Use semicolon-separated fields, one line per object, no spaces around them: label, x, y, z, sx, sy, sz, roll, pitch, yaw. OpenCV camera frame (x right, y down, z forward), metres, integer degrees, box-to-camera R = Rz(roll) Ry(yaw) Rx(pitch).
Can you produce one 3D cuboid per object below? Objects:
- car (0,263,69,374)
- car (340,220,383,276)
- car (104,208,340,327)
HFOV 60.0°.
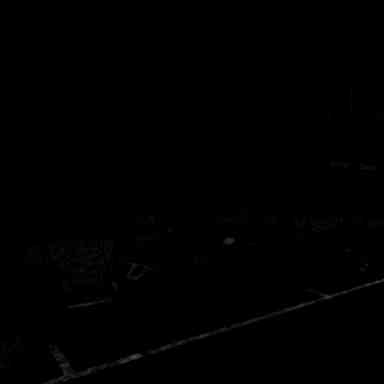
car;-3.881;1.540;3.999;4.507;1.381;1.887;0;0;-35
car;5.310;1.596;10.485;4.313;1.339;1.947;0;0;-35
car;0.716;1.328;7.240;5.009;1.841;2.192;0;0;-35
